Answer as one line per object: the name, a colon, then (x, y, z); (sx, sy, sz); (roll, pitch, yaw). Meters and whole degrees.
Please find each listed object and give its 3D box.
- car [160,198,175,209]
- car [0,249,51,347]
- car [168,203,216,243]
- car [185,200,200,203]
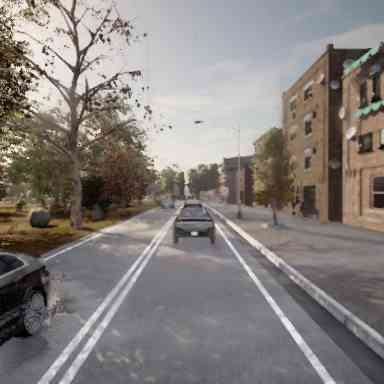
car: (-3.389, 1.656, 47.002); (2.128, 1.511, 4.902); (0, -1, 0)
car: (-3.349, 1.491, 3.806); (2.128, 1.511, 4.902); (0, 0, 0)
car: (0.101, 1.490, 16.120); (2.128, 1.511, 4.902); (0, 0, 0)
car: (0.075, 1.523, 34.297); (1.882, 1.535, 5.008); (0, 0, 0)
